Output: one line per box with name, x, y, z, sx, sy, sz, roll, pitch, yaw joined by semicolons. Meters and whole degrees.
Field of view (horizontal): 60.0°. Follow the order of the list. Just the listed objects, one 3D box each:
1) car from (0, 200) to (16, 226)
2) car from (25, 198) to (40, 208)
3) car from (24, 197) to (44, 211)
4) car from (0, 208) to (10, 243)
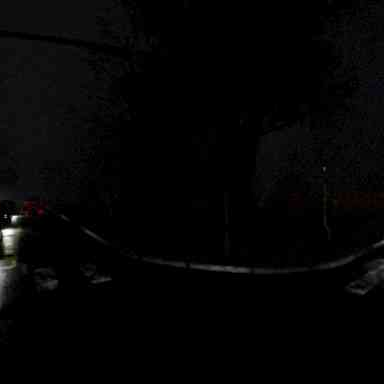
car;-13.863;1.591;23.579;1.882;1.535;5.008;-3;1;-27
car;-24.893;1.668;51.815;1.895;1.301;4.718;-3;1;-27
car;-20.376;1.396;42.823;2.097;1.767;4.553;-3;1;-27
car;-8.820;1.636;13.562;2.033;1.411;5.357;-3;1;-27
